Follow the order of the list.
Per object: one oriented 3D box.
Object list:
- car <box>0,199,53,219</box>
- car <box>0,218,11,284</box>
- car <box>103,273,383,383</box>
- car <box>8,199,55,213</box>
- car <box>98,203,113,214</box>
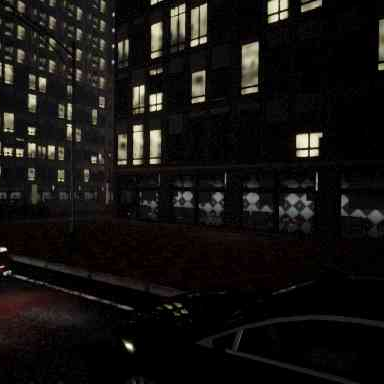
[{"bbox_3d":[-15.654,1.519,30.546,2.192,1.841,5.009,1,0,36],"label":"car"},{"bbox_3d":[-6.356,1.487,8.188,4.902,1.511,2.128,0,0,36],"label":"car"},{"bbox_3d":[1.327,1.491,2.734,4.902,1.511,2.128,0,0,35],"label":"car"},{"bbox_3d":[-19.166,1.643,39.915,1.752,1.417,4.829,1,0,36],"label":"car"},{"bbox_3d":[-8.870,1.830,39.768,1.752,1.417,4.829,1,0,36],"label":"car"}]
